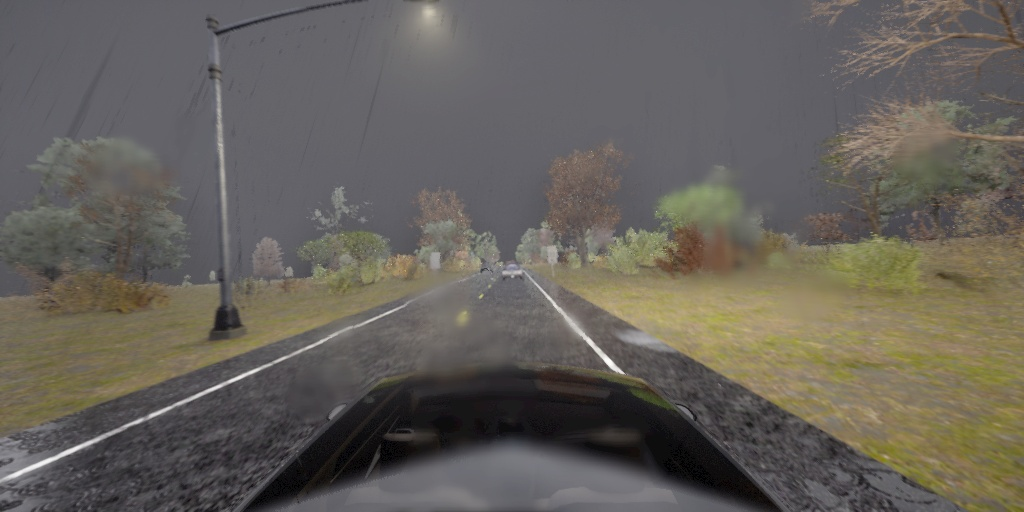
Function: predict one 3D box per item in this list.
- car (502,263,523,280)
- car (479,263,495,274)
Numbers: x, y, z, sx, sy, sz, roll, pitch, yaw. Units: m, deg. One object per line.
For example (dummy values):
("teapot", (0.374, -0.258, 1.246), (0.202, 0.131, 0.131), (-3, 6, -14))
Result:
("car", (0.055, 1.617, 35.077), (1.895, 1.301, 4.718), (-3, 0, 1))
("car", (-3.446, 1.663, 49.738), (1.895, 1.301, 4.718), (-3, -1, 0))
